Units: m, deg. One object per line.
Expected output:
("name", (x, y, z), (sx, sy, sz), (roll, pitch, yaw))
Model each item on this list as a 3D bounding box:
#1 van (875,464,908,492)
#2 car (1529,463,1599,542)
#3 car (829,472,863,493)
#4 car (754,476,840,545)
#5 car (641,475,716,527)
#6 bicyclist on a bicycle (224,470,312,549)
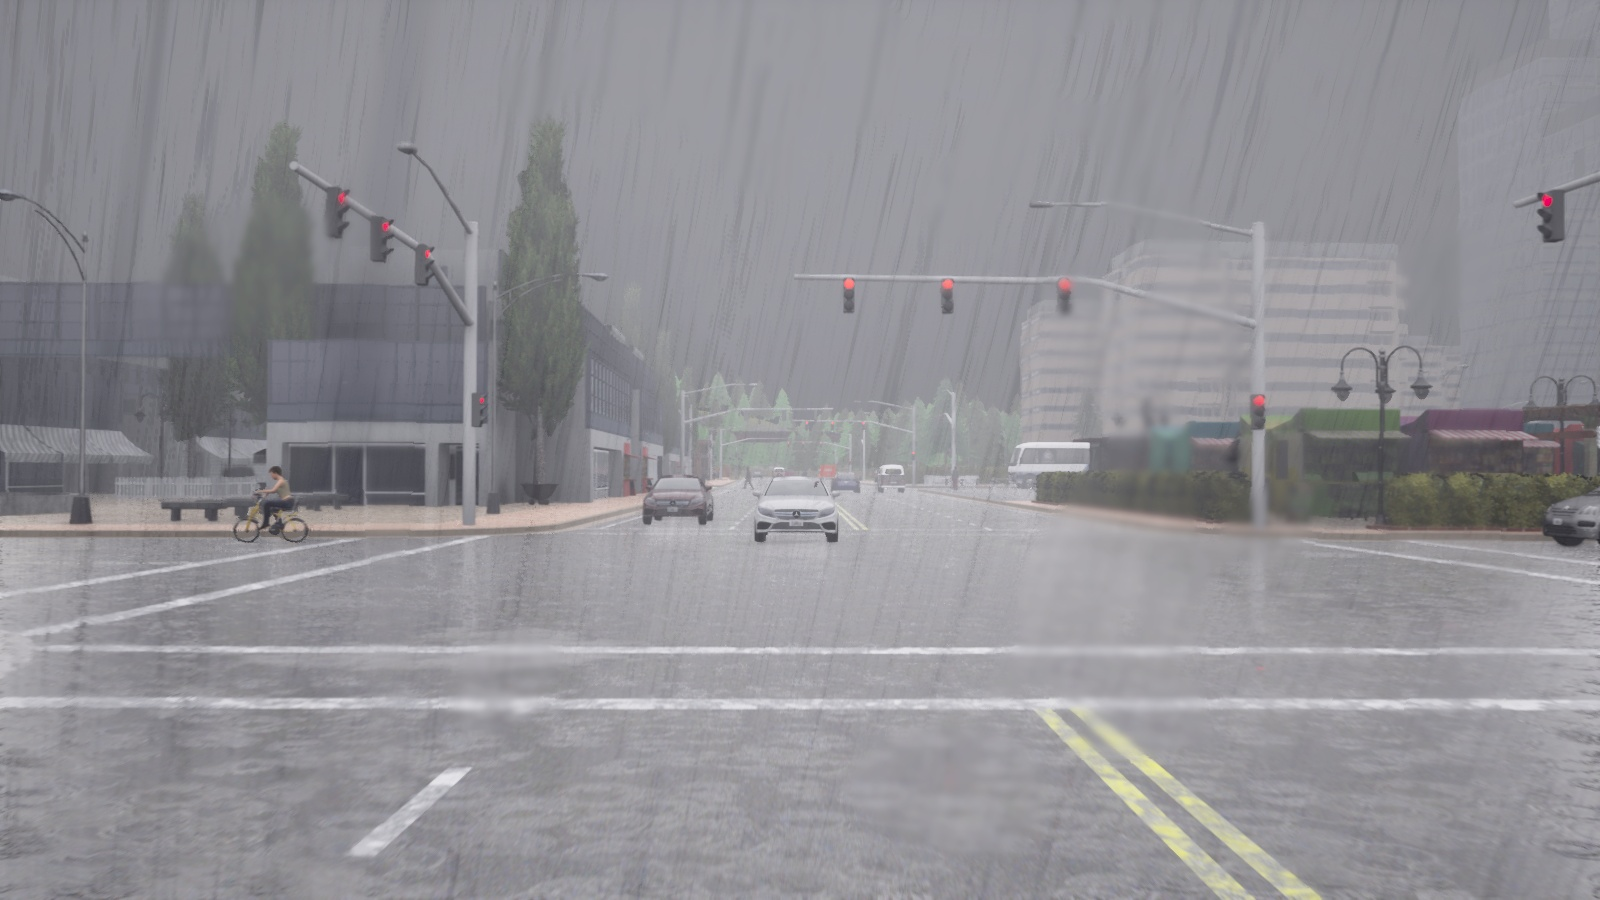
("van", (6.725, 2.064, 92.754), (2.069, 2.038, 4.480), (0, -1, -1))
("car", (18.025, 1.088, 26.701), (3.988, 1.617, 1.851), (0, -1, -2))
("car", (3.260, 2.309, 90.075), (2.163, 1.488, 4.792), (0, -1, -1))
("car", (-0.071, 1.325, 28.945), (1.812, 1.442, 4.674), (0, -1, 0))
("car", (-3.593, 1.489, 37.910), (1.812, 1.442, 4.674), (0, -1, 0))
("bicyclist on a bicycle", (-11.118, 1.236, 26.299), (1.509, 1.612, 0.866), (0, -2, -8))
